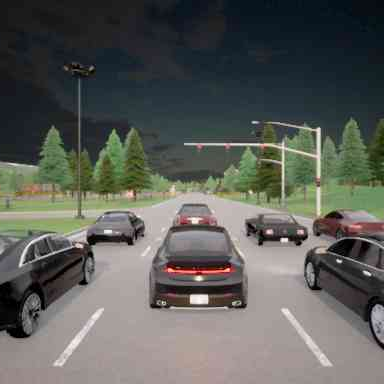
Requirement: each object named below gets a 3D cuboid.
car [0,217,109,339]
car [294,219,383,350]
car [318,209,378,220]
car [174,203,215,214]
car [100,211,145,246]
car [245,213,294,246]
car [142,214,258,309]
[{"bbox_3d":[-3.385,1.491,6.558,2.128,1.511,4.902,0,0,0],"label":"car"},{"bbox_3d":[3.614,1.504,6.150,1.837,1.490,4.892,0,0,0],"label":"car"},{"bbox_3d":[7.132,1.524,15.327,1.812,1.442,4.674,0,0,0],"label":"car"},{"bbox_3d":[0.135,1.351,16.988,2.097,1.767,4.553,0,0,0],"label":"car"},{"bbox_3d":[-3.367,1.563,15.363,1.994,1.385,4.181,0,0,0],"label":"car"},{"bbox_3d":[3.632,1.599,15.251,1.895,1.301,4.718,0,0,0],"label":"car"},{"bbox_3d":[0.118,1.504,7.851,1.837,1.490,4.892,0,0,0],"label":"car"}]
